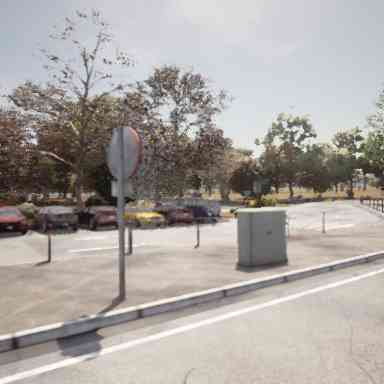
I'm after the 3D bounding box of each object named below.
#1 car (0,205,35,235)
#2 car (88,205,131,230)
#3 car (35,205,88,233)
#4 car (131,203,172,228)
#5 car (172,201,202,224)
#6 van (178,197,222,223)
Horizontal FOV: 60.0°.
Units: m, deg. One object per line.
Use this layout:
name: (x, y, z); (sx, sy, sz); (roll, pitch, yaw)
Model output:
car: (-10.758, 1.551, 19.055); (2.097, 1.535, 5.008); (0, 0, -36)
car: (-6.257, 1.618, 22.302); (2.163, 1.488, 4.792); (0, 0, -36)
car: (-8.494, 1.571, 20.660); (2.231, 1.521, 4.892); (0, 0, -36)
car: (-3.875, 1.605, 23.741); (1.946, 1.575, 5.366); (1, 0, -36)
car: (-1.742, 1.658, 25.531); (2.163, 1.488, 4.792); (0, 0, -36)
van: (0.601, 1.422, 27.026); (1.878, 1.987, 4.442); (0, 0, -36)
